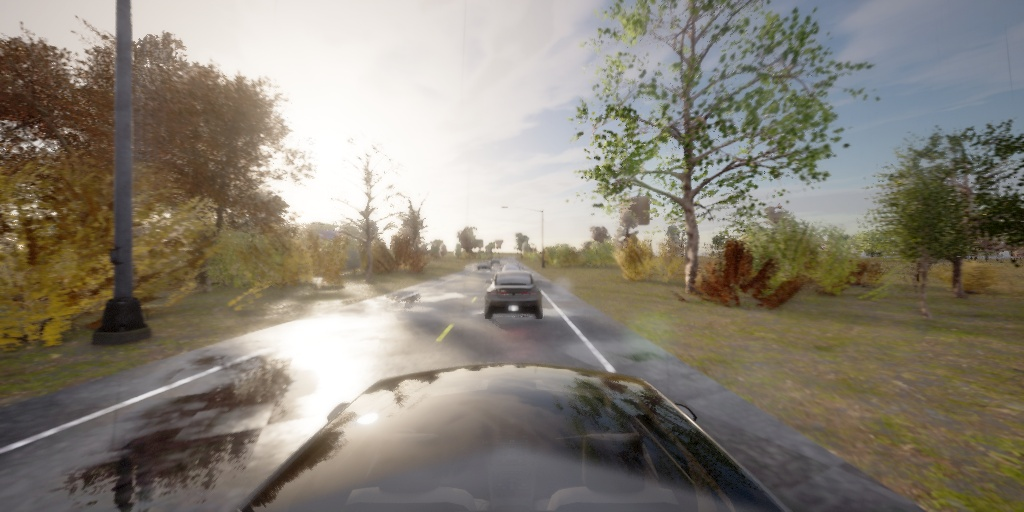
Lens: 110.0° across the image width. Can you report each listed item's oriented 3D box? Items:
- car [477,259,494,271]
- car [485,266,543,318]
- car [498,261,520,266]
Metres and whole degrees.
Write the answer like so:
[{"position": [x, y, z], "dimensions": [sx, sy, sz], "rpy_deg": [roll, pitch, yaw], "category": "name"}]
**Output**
[{"position": [-4.024, 1.408, 52.050], "dimensions": [1.994, 1.385, 4.181], "rpy_deg": [0, 0, -3], "category": "car"}, {"position": [0.060, 1.282, 13.016], "dimensions": [1.837, 1.490, 4.892], "rpy_deg": [0, 0, 0], "category": "car"}, {"position": [0.009, 1.337, 28.969], "dimensions": [1.812, 1.442, 4.674], "rpy_deg": [0, 0, 0], "category": "car"}]
